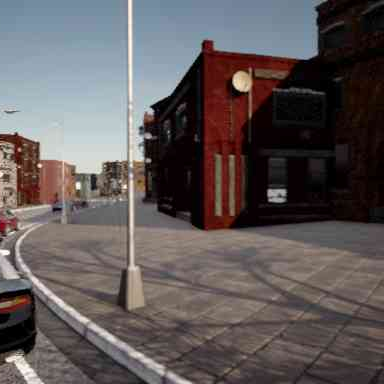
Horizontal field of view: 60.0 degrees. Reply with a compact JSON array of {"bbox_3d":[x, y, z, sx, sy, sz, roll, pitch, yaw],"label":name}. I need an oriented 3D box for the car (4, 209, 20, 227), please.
[{"bbox_3d":[-10.940,1.648,18.544,1.812,1.442,4.674,-1,0,-17],"label":"car"}]

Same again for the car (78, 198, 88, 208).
[{"bbox_3d":[-17.692,1.704,52.539,1.812,1.442,4.674,0,0,-8],"label":"car"}]

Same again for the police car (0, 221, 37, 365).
[{"bbox_3d":[-4.070,1.467,5.461,1.930,1.638,5.238,-1,0,-38],"label":"police car"}]

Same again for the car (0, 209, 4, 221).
[{"bbox_3d":[-8.995,1.556,13.477,1.801,1.575,5.366,-1,0,-25],"label":"car"}]

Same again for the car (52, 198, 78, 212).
[{"bbox_3d":[-16.120,1.731,41.829,1.994,1.385,4.181,0,0,-8],"label":"car"}]
